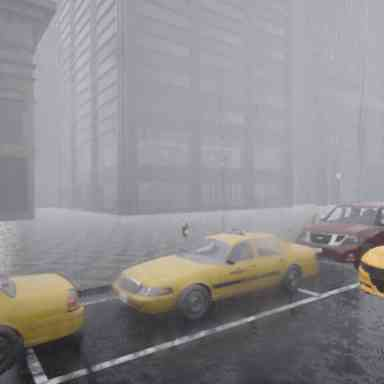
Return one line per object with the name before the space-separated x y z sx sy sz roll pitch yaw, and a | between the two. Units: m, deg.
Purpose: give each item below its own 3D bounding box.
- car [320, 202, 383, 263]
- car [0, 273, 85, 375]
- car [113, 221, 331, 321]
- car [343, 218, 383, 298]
car | 5.493 1.252 10.568 5.009 1.841 2.192 0 0 -35
car | -3.830 1.531 3.920 4.829 1.417 1.752 0 0 -35
car | 0.763 1.497 7.195 4.829 1.417 1.752 0 0 -35
car | 5.700 1.425 7.442 5.008 1.535 1.882 0 0 -35
